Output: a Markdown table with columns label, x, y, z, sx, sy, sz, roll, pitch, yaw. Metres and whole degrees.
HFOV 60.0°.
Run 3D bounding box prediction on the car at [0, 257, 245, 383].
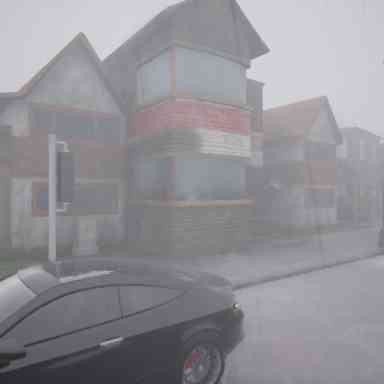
| label | x | y | z | sx | sy | sz | roll | pitch | yaw |
| --- | --- | --- | --- | --- | --- | --- | --- | --- | --- |
| car | -1.456 | 1.526 | 3.545 | 4.674 | 1.442 | 1.812 | 0 | 0 | -36 |
